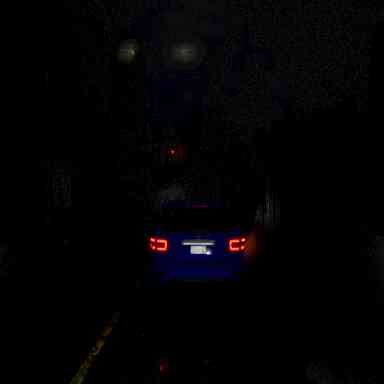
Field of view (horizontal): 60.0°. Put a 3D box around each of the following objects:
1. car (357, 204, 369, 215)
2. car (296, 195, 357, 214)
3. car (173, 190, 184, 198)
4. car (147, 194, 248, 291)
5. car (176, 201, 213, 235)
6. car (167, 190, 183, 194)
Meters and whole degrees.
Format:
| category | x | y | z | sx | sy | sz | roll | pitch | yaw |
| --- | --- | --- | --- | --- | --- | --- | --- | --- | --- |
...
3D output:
| category | x | y | z | sx | sy | sz | roll | pitch | yaw |
| --- | --- | --- | --- | --- | --- | --- | --- | --- | --- |
| car | 18.218 | 1.525 | 32.402 | 4.206 | 1.307 | 1.802 | 1 | 0 | 0 |
| car | 12.820 | 1.182 | 32.409 | 5.009 | 1.841 | 2.192 | 1 | 0 | 0 |
| car | -2.579 | 0.349 | 64.872 | 1.895 | 1.301 | 4.718 | 0 | 2 | 1 |
| car | 0.111 | 1.195 | 9.099 | 2.150 | 2.045 | 5.566 | 0 | 0 | 0 |
| car | 0.118 | 1.389 | 19.125 | 1.837 | 1.490 | 4.892 | 0 | 1 | -1 |
| car | -2.712 | 0.831 | 45.161 | 2.128 | 1.511 | 4.902 | 0 | 2 | -1 |
